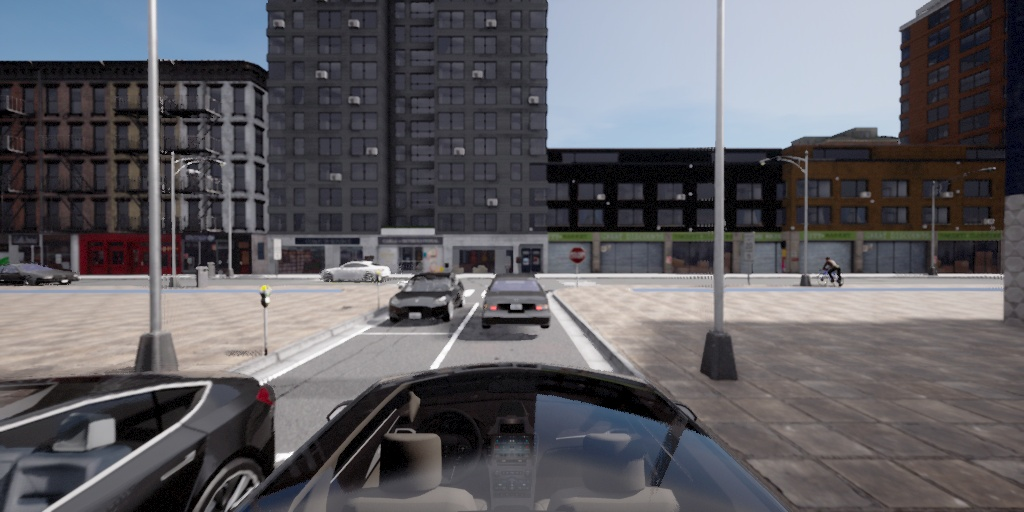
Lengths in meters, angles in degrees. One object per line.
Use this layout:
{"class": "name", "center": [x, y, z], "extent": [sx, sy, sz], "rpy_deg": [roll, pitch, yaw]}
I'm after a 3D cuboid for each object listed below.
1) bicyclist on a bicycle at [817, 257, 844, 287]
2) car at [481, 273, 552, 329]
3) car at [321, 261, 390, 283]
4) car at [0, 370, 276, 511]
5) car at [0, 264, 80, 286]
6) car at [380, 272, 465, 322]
{"class": "bicyclist on a bicycle", "center": [17.372, 0.874, 19.581], "extent": [0.582, 1.620, 1.656], "rpy_deg": [0, 0, 0]}
{"class": "car", "center": [0.092, 1.220, 10.916], "extent": [2.033, 1.411, 5.357], "rpy_deg": [0, 0, 0]}
{"class": "car", "center": [-11.078, 1.095, 25.481], "extent": [4.674, 1.442, 1.812], "rpy_deg": [0, 0, 3]}
{"class": "car", "center": [-2.639, 1.321, 1.019], "extent": [1.948, 1.339, 4.313], "rpy_deg": [0, 0, 0]}
{"class": "car", "center": [-30.781, 1.203, 22.551], "extent": [5.357, 1.411, 2.033], "rpy_deg": [0, 1, 0]}
{"class": "car", "center": [-2.630, 1.230, 11.923], "extent": [1.948, 1.339, 4.313], "rpy_deg": [0, 0, 0]}
